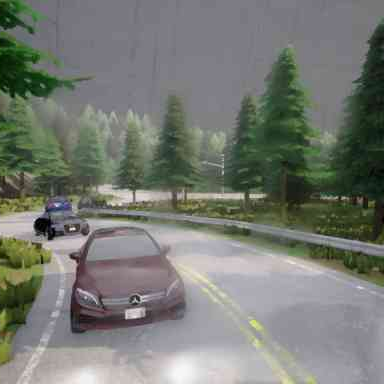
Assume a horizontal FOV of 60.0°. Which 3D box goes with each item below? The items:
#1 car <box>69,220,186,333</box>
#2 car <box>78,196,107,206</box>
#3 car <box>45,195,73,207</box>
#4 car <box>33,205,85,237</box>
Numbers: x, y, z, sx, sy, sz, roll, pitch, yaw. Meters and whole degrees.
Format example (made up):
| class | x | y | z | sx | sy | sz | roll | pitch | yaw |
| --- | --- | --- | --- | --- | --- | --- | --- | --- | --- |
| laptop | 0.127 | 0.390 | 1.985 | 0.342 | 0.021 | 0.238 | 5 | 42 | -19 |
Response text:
| class | x | y | z | sx | sy | sz | roll | pitch | yaw |
| --- | --- | --- | --- | --- | --- | --- | --- | --- | --- |
| car | -1.522 | 1.523 | 7.086 | 1.812 | 1.442 | 4.674 | -2 | 0 | -17 |
| car | -12.724 | 1.289 | 42.821 | 2.097 | 1.767 | 4.553 | 2 | 2 | 13 |
| car | -12.866 | 1.326 | 32.231 | 2.150 | 2.045 | 5.566 | -1 | 0 | -18 |
| car | -7.071 | 1.663 | 17.827 | 1.994 | 1.385 | 4.181 | -4 | 2 | -38 |
